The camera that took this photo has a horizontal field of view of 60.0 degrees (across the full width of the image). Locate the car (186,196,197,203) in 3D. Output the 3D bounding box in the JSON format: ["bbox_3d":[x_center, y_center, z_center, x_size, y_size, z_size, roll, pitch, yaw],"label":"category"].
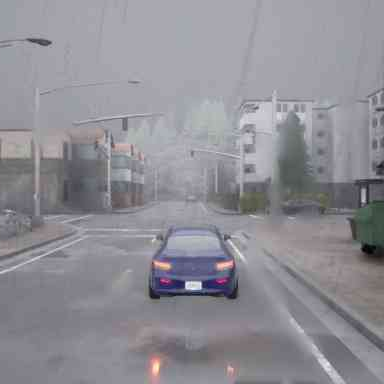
[{"bbox_3d":[-0.152,1.526,66.956,1.812,1.442,4.674,0,0,0],"label":"car"}]

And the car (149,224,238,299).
[{"bbox_3d":[0.039,1.526,8.314,1.812,1.442,4.674,0,0,0],"label":"car"}]

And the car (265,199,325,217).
[{"bbox_3d":[8.637,1.328,28.014,4.892,1.490,1.837,0,0,-2],"label":"car"}]
